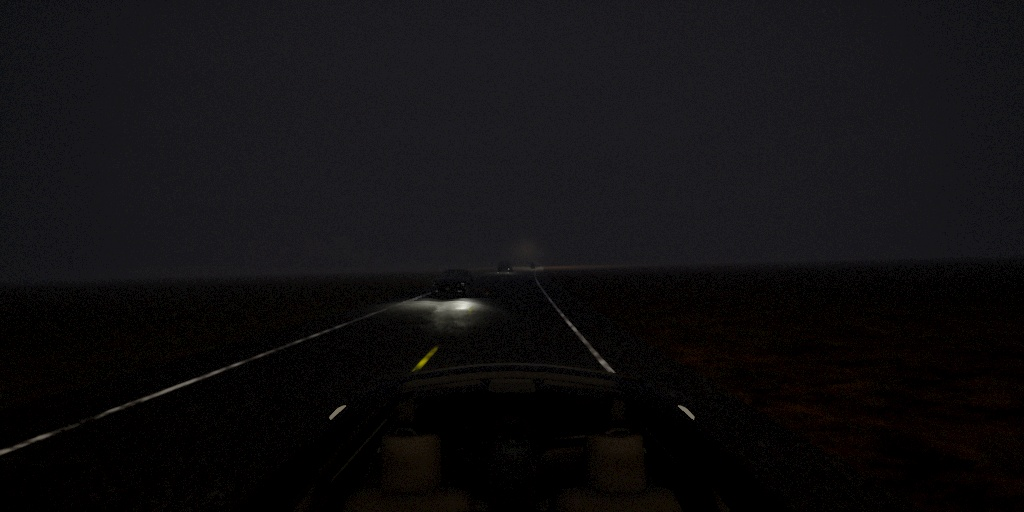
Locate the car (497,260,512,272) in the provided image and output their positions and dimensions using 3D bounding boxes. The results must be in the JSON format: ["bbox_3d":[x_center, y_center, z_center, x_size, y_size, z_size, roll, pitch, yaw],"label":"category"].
[{"bbox_3d":[-1.231,1.783,63.016,2.150,2.045,5.566,0,-1,5],"label":"car"}]

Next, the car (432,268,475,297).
[{"bbox_3d":[-3.339,1.490,21.303,1.882,1.535,5.008,0,-1,1],"label":"car"}]
